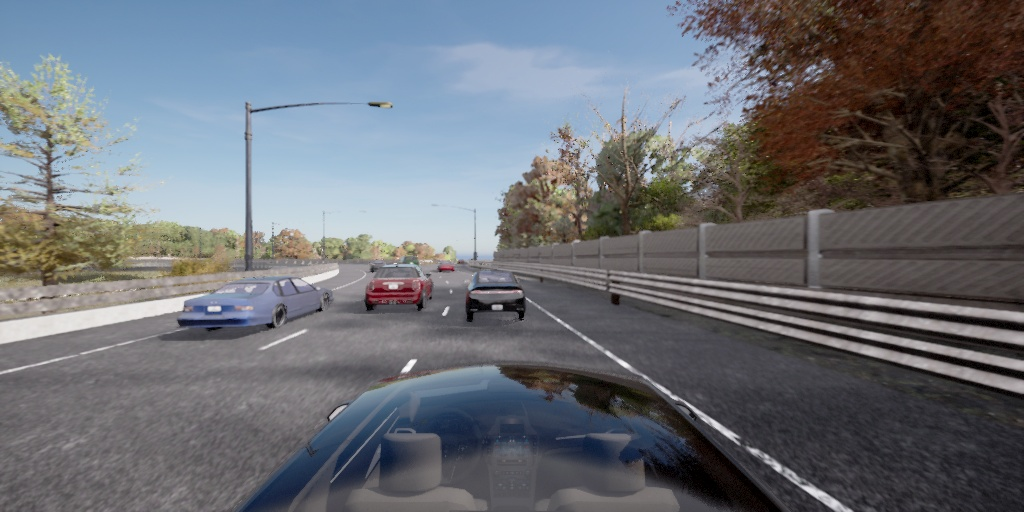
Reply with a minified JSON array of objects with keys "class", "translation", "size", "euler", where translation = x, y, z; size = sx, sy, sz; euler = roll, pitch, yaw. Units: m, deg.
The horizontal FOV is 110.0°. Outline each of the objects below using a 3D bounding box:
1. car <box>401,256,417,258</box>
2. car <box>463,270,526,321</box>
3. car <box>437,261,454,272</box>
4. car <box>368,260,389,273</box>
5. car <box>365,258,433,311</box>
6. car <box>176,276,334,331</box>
[{"class":"car","translation":[-13.537,1.027,46.796],"size":[2.150,2.045,5.566],"euler":[0,0,-25]},{"class":"car","translation":[-0.668,1.245,12.588],"size":[2.128,1.511,4.902],"euler":[0,0,-6]},{"class":"car","translation":[-8.816,1.352,47.632],"size":[1.994,1.385,4.181],"euler":[0,0,-14]},{"class":"car","translation":[-17.786,1.314,47.554],"size":[2.128,1.511,4.902],"euler":[0,0,-25]},{"class":"car","translation":[-4.519,1.121,14.928],"size":[2.097,1.767,4.553],"euler":[0,0,-7]},{"class":"car","translation":[-7.477,1.327,11.203],"size":[2.033,1.411,5.357],"euler":[0,0,-6]}]
